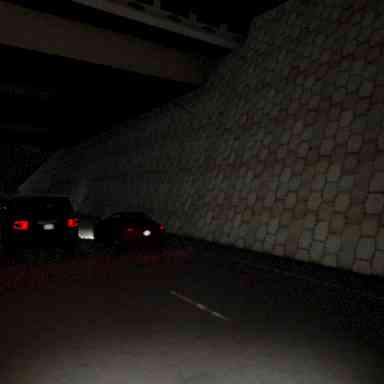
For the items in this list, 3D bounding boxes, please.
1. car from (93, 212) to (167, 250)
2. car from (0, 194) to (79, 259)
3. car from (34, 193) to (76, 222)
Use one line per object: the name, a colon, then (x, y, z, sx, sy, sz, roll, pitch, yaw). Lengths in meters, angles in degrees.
car: (-2.775, 1.527, 14.289, 1.994, 1.385, 4.181, 0, 0, -33)
car: (-5.992, 1.178, 12.817, 2.150, 2.045, 5.566, 0, 0, -33)
car: (-11.366, 1.134, 27.359, 2.150, 2.045, 5.566, 0, 0, -33)
